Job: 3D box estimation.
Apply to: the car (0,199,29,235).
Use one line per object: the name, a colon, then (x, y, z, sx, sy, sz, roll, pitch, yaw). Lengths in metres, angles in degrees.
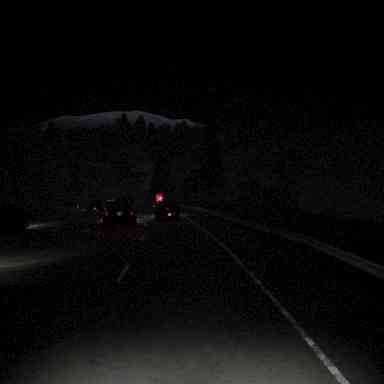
car: (-11.533, 1.526, 19.889, 2.097, 1.767, 4.553, -1, 0, -8)

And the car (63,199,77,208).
car: (-20.323, 1.829, 55.402, 1.812, 1.442, 4.674, 0, 0, -22)

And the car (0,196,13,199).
car: (-40.065, 1.822, 72.018, 2.150, 2.045, 5.566, -1, 0, -30)

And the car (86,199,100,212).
car: (-12.272, 1.687, 42.059, 1.837, 1.490, 4.892, 1, 0, -16)

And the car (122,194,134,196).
car: (-12.680, 1.404, 64.628, 2.150, 2.045, 5.566, 0, 0, -25)

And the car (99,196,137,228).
car: (-4.962, 1.424, 23.309, 2.097, 1.767, 4.553, -1, 0, -9)

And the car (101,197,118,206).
car: (-15.455, 1.719, 62.061, 2.128, 1.511, 4.902, -1, 0, -24)

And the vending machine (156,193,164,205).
vending machine: (-5.806, 1.274, 60.254, 1.100, 2.100, 0.880, -1, 0, -21)

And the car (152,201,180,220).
car: (-2.220, 1.532, 28.451, 1.837, 1.490, 4.892, 0, -1, -11)
